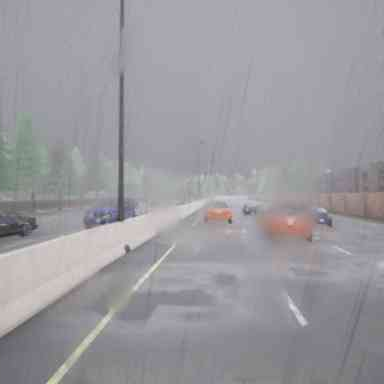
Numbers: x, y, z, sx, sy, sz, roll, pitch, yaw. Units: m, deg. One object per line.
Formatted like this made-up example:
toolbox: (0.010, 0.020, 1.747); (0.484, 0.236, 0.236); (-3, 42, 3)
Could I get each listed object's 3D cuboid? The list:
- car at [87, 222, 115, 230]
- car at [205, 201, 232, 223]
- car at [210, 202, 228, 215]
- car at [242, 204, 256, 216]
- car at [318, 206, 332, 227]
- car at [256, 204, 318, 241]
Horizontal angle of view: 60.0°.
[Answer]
car: (-5.435, 1.380, 22.750); (2.150, 2.045, 5.566); (0, 0, 5)
car: (2.225, 1.586, 27.736); (2.097, 1.767, 4.553); (0, -1, 5)
car: (3.282, 1.901, 39.878); (1.994, 1.385, 4.181); (0, 0, 5)
car: (6.565, 1.929, 37.003); (1.895, 1.301, 4.718); (0, 0, 5)
car: (9.001, 1.768, 24.861); (1.812, 1.442, 4.674); (0, 0, 5)
car: (4.892, 1.519, 17.877); (2.097, 1.767, 4.553); (0, 0, 5)
